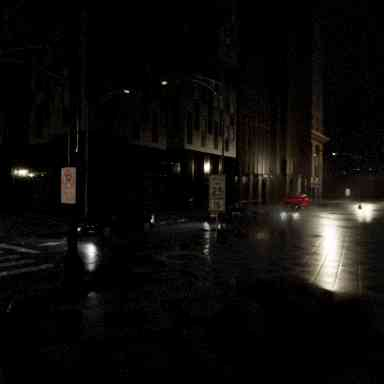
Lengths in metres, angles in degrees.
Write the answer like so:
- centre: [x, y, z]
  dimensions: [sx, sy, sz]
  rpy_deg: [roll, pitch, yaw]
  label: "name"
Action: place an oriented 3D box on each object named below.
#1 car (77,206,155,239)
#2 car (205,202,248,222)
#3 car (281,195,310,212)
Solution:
- centre: [-4.039, 1.551, 17.852]
  dimensions: [1.837, 1.490, 4.892]
  rpy_deg: [1, 0, 34]
  label: "car"
- centre: [2.972, 1.580, 27.756]
  dimensions: [2.128, 1.511, 4.902]
  rpy_deg: [1, 0, 35]
  label: "car"
- centre: [13.191, 1.363, 42.117]
  dimensions: [2.150, 2.045, 5.566]
  rpy_deg: [1, 0, 36]
  label: "car"
